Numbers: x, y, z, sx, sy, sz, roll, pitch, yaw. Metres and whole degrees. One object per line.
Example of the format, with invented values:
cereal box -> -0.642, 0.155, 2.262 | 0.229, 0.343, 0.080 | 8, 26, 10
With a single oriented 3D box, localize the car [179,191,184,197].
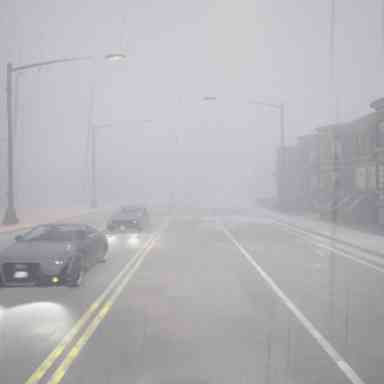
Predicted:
car -> -2.404, 0.526, 95.035 | 2.128, 1.511, 4.902 | -1, 2, -18

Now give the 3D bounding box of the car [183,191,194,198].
car -> -0.506, 0.889, 85.151 | 1.895, 1.301, 4.718 | 0, 1, -5

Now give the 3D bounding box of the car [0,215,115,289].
car -> -3.631, 1.547, 9.028 | 1.994, 1.385, 4.181 | 0, 0, 0

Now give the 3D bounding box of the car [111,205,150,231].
car -> -3.667, 1.476, 20.190 | 2.033, 1.411, 5.357 | 0, 0, 0

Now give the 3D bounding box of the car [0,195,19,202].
car -> -46.330, 1.738, 83.337 | 3.806, 1.475, 1.970 | -2, 0, -1
